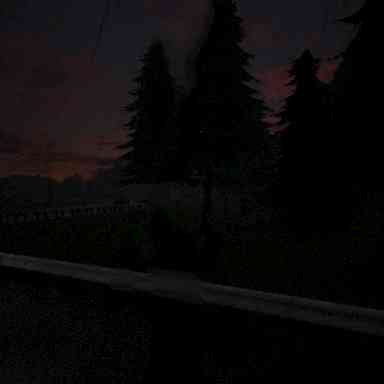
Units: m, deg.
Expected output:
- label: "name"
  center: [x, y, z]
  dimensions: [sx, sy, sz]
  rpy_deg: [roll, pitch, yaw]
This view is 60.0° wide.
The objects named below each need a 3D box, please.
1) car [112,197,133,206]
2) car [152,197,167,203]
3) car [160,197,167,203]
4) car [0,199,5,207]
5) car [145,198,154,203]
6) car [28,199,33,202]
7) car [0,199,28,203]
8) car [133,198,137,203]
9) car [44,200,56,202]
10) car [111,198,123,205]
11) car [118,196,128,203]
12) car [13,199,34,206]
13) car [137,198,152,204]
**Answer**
- label: "car"
  center: [-14.670, 1.930, 70.474]
  dimensions: [2.097, 1.767, 4.553]
  rpy_deg: [-1, 0, 6]
- label: "car"
  center: [-7.287, 2.021, 74.987]
  dimensions: [1.837, 1.490, 4.892]
  rpy_deg: [-1, 0, 2]
- label: "car"
  center: [-7.306, 2.077, 84.478]
  dimensions: [1.837, 1.490, 4.892]
  rpy_deg: [-1, 0, -6]
- label: "car"
  center: [-40.118, 2.307, 66.506]
  dimensions: [1.882, 1.535, 5.008]
  rpy_deg: [-1, 0, 13]
- label: "car"
  center: [-10.888, 2.164, 85.761]
  dimensions: [2.033, 1.411, 5.357]
  rpy_deg: [-1, 0, -6]
- label: "car"
  center: [-35.685, 2.406, 71.476]
  dimensions: [1.895, 1.301, 4.718]
  rpy_deg: [-1, 0, 9]
- label: "car"
  center: [-31.595, 2.250, 58.055]
  dimensions: [1.994, 1.385, 4.181]
  rpy_deg: [-1, 0, 20]
- label: "car"
  center: [-14.449, 2.262, 86.358]
  dimensions: [1.895, 1.301, 4.718]
  rpy_deg: [-1, 0, -6]
- label: "car"
  center: [-29.101, 2.258, 68.048]
  dimensions: [2.033, 1.411, 5.357]
  rpy_deg: [-1, 0, 9]
- label: "car"
  center: [-17.682, 2.208, 78.535]
  dimensions: [1.994, 1.385, 4.181]
  rpy_deg: [-1, 0, -2]
- label: "car"
  center: [-18.043, 2.069, 87.673]
  dimensions: [2.097, 1.767, 4.553]
  rpy_deg: [-1, 0, -6]
- label: "car"
  center: [-38.740, 2.326, 76.527]
  dimensions: [1.882, 1.535, 5.008]
  rpy_deg: [-1, 0, 6]
- label: "car"
  center: [-10.725, 2.089, 76.059]
  dimensions: [1.812, 1.442, 4.674]
  rpy_deg: [-1, 0, 2]
